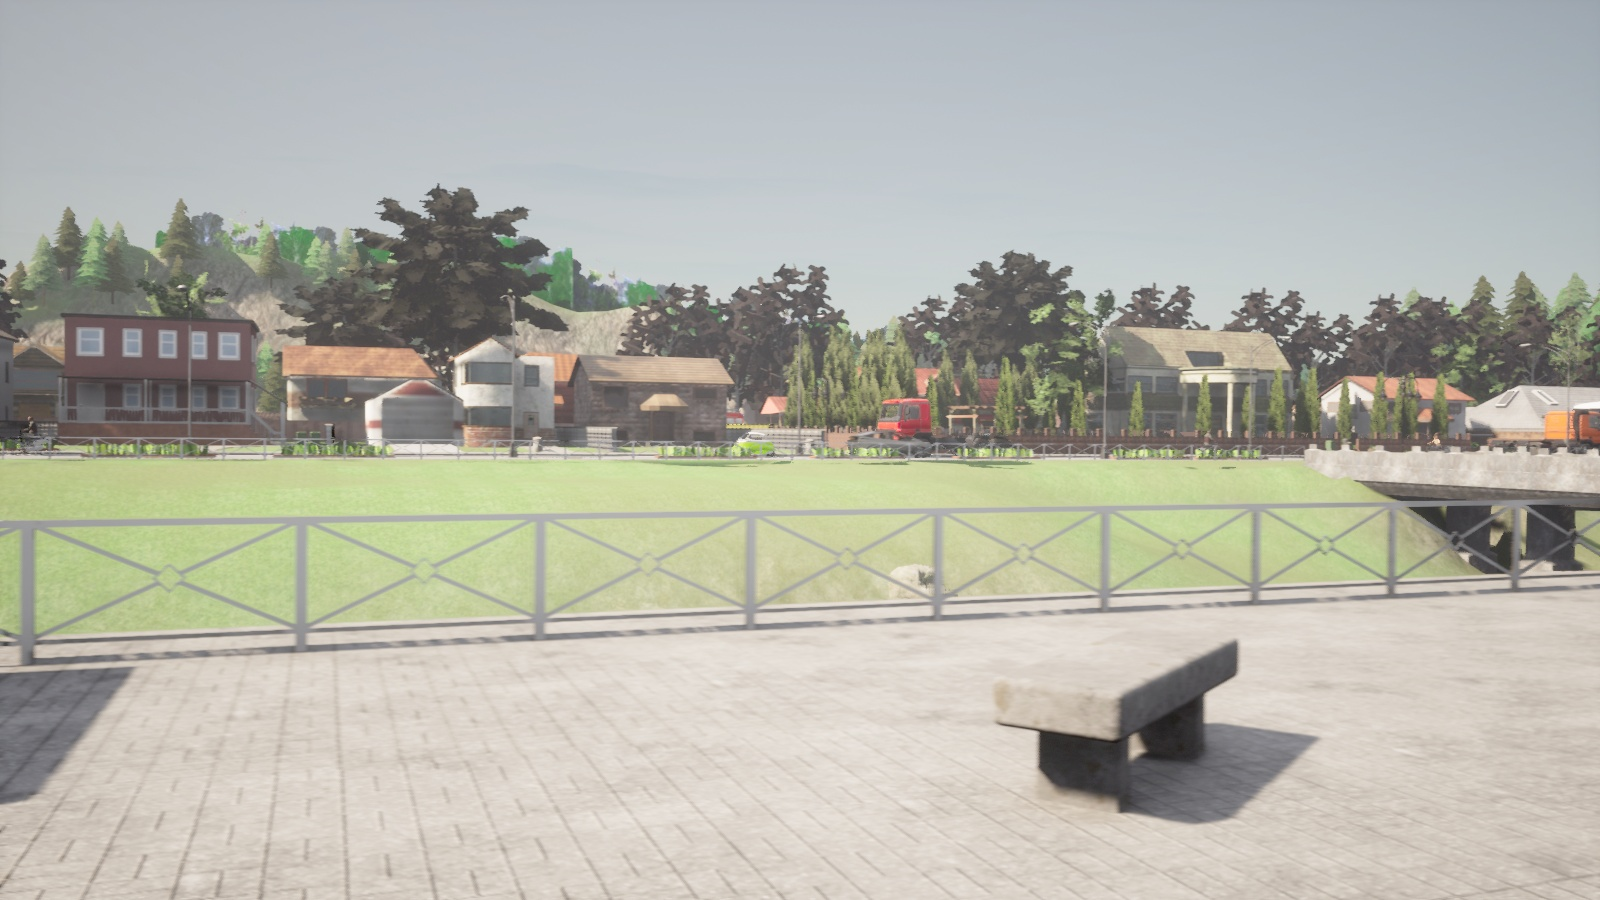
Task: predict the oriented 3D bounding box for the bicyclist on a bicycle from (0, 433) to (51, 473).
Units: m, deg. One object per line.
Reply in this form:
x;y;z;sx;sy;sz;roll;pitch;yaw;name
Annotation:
-34.855;0.126;56.537;1.843;1.776;0.659;-1;1;-21;bicyclist on a bicycle

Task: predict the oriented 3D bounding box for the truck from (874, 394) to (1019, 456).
8.530;-1.464;72.987;7.936;3.462;2.891;-1;1;-21;truck

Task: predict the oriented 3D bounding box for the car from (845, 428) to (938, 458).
4.899;-0.404;67.342;4.514;1.525;2.007;-1;1;-21;car

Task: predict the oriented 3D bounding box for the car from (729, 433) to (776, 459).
-2.588;-0.238;68.781;2.207;1.376;1.481;-1;1;-21;car

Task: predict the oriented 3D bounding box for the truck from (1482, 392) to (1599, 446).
50.056;-2.099;84.463;7.936;3.462;2.891;-1;1;-21;truck
